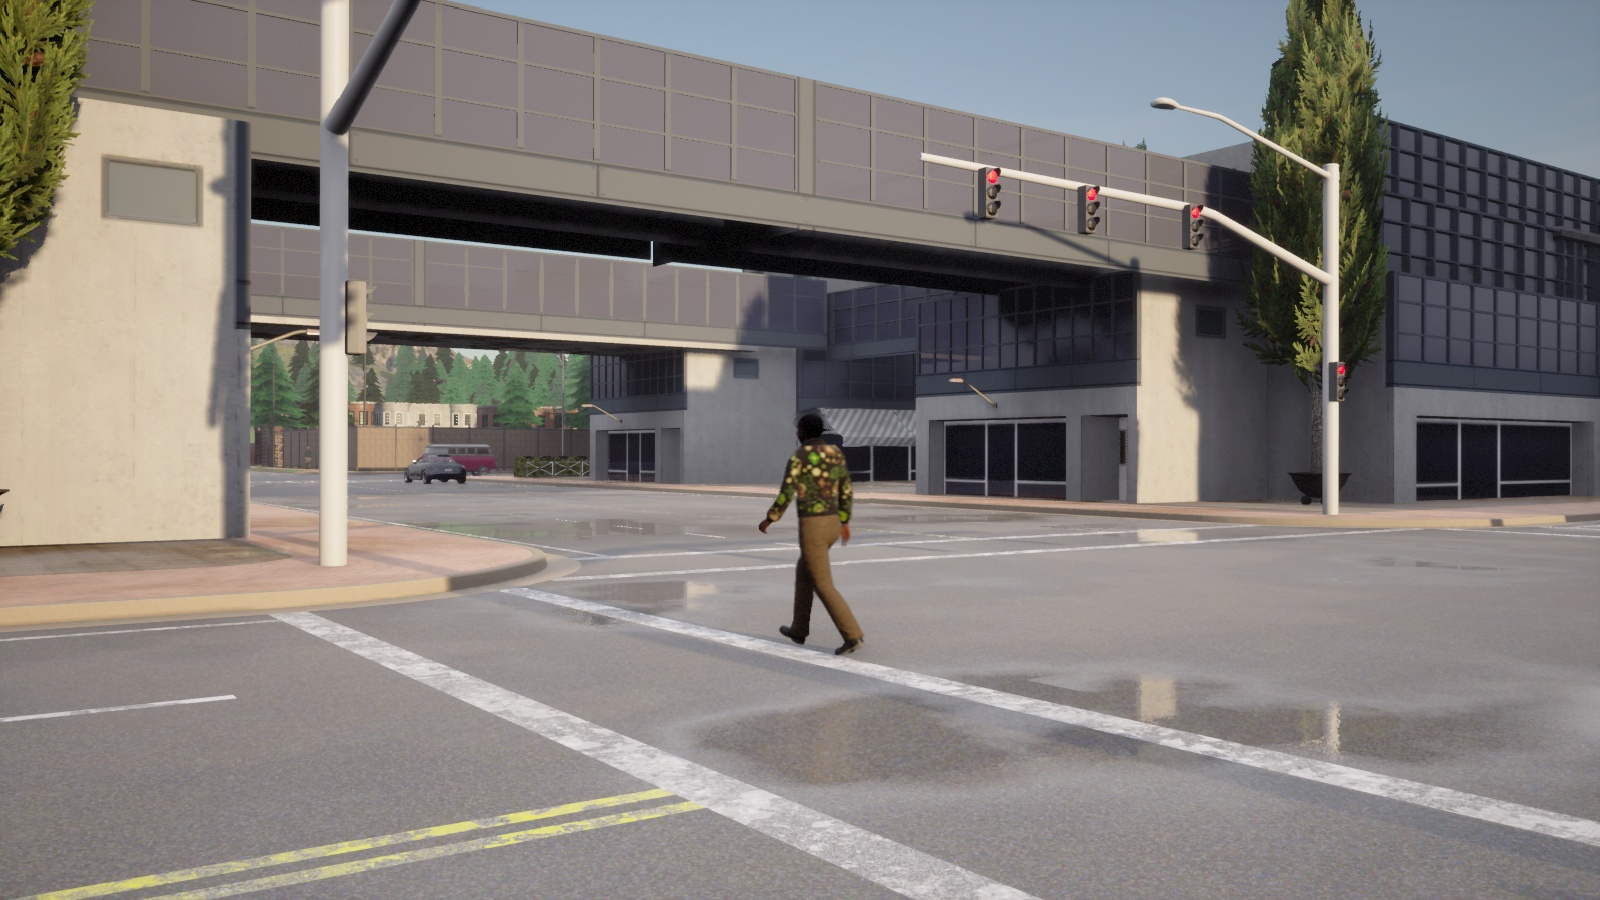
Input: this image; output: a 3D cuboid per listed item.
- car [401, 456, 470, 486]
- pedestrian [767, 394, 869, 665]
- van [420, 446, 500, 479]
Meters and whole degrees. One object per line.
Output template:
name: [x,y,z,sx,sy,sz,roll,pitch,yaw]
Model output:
car: [-17.685,0.995,60.802,1.994,1.385,4.181,0,0,-34]
pedestrian: [0.129,0.567,9.353,0.395,1.930,0.692,0,0,-42]
van: [-20.820,0.730,76.972,4.442,1.987,1.775,0,0,-29]
